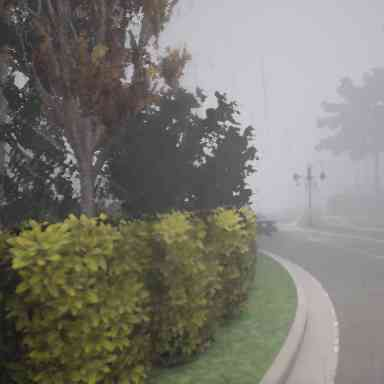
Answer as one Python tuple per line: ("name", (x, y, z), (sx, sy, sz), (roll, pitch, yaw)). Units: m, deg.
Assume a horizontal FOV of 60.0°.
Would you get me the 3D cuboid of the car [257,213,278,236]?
("car", (3.421, 1.949, 20.888), (2.033, 1.411, 5.357), (0, -1, -14))
